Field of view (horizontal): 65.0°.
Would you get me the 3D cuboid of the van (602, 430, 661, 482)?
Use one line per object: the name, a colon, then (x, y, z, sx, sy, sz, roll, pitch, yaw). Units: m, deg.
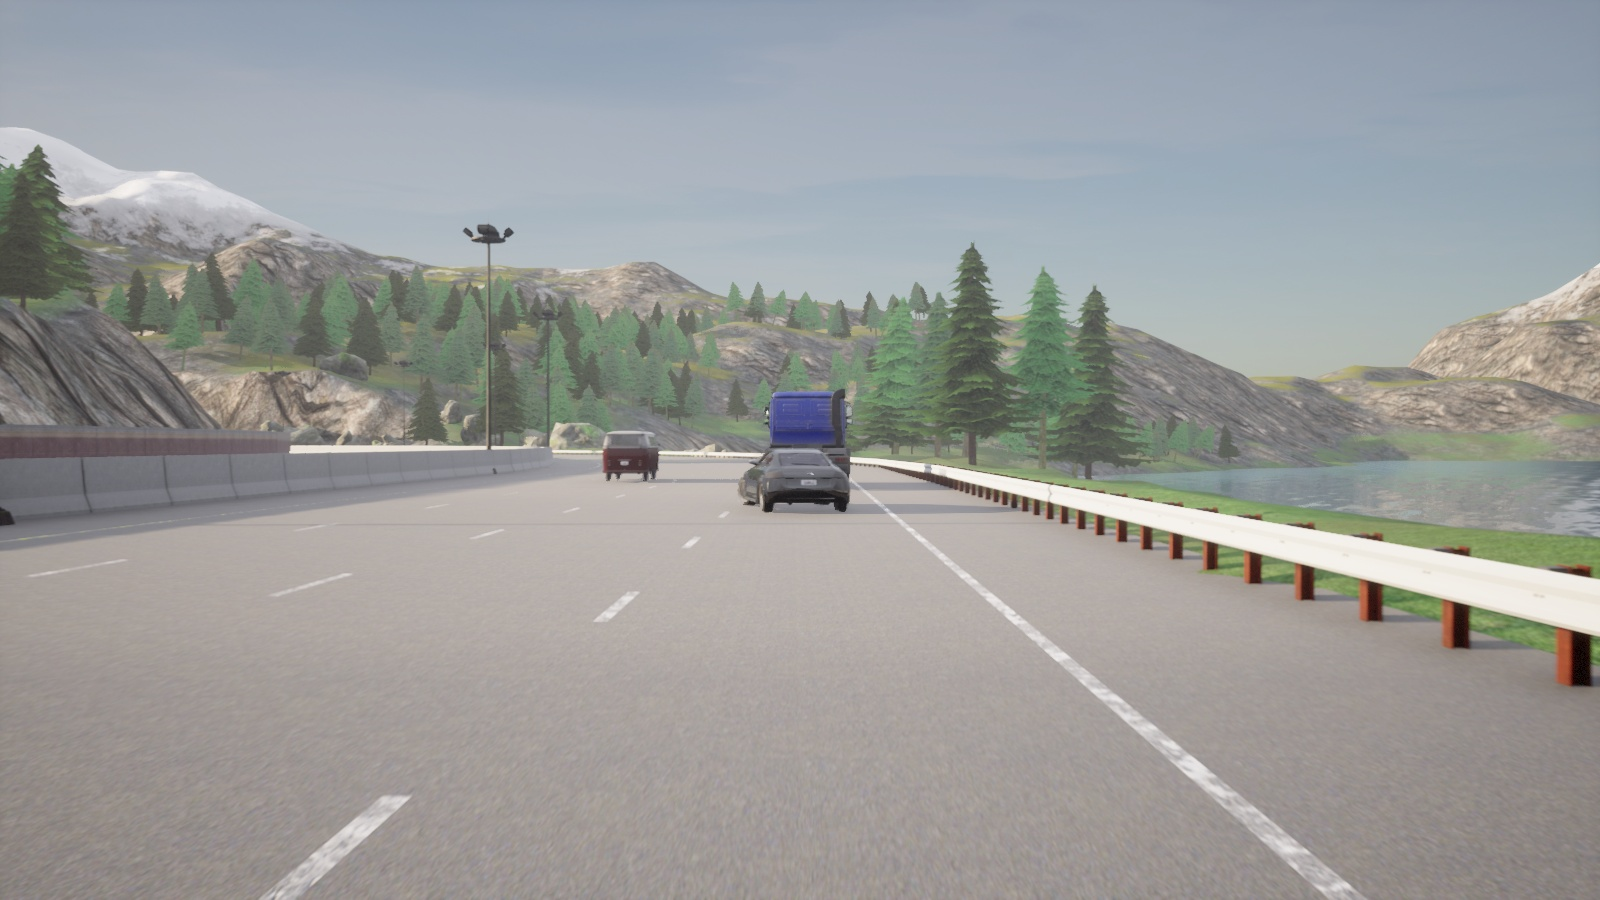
van: (-6.695, 0.210, 50.288, 1.775, 1.987, 4.442, 0, 0, 0)

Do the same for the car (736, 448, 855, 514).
car: (-0.197, 0.648, 28.792, 1.994, 1.385, 4.181, 0, 0, -11)

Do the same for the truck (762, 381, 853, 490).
truck: (0.267, -0.482, 43.771, 2.891, 3.462, 7.936, 0, 0, 0)
